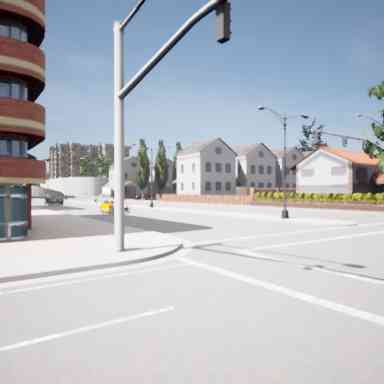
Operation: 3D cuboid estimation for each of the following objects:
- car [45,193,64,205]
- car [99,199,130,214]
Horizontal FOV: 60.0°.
[{"bbox_3d":[-23.620,1.254,56.996,2.150,2.045,5.566,0,2,-35],"label":"car"},{"bbox_3d":[-8.069,1.486,34.484,1.882,1.535,5.008,0,1,-35],"label":"car"}]
